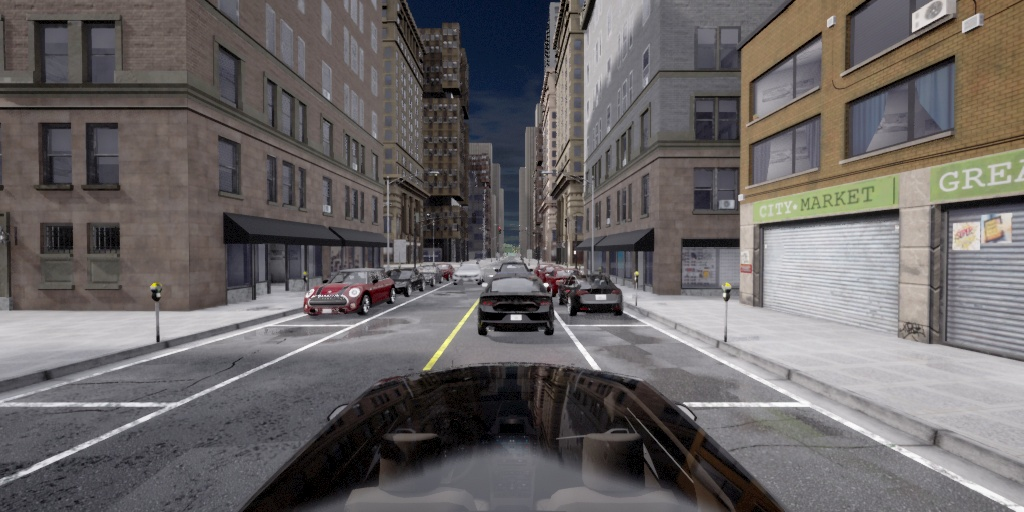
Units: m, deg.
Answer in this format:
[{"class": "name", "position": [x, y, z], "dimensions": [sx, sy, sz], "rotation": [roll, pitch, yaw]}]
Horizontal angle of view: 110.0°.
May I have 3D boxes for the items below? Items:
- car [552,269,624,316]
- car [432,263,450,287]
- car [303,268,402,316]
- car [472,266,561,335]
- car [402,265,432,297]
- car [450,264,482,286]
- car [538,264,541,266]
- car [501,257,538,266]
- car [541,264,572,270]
[{"class": "car", "position": [2.763, 1.314, 13.170], "dimensions": [1.948, 1.339, 4.313], "rotation": [0, 0, 0]}, {"class": "car", "position": [-5.761, 1.298, 24.181], "dimensions": [2.007, 1.370, 4.403], "rotation": [0, 0, 0]}, {"class": "car", "position": [-5.763, 1.188, 13.171], "dimensions": [1.967, 1.591, 4.097], "rotation": [0, 0, 0]}, {"class": "car", "position": [0.099, 1.226, 10.499], "dimensions": [1.882, 1.535, 5.008], "rotation": [0, 0, 0]}, {"class": "car", "position": [-5.762, 1.313, 18.676], "dimensions": [1.948, 1.339, 4.313], "rotation": [0, 0, 0]}, {"class": "car", "position": [-3.013, 1.273, 25.679], "dimensions": [1.812, 1.442, 4.674], "rotation": [0, 0, 0]}, {"class": "car", "position": [2.764, 1.293, 24.180], "dimensions": [1.888, 1.381, 4.507], "rotation": [0, 0, 0]}, {"class": "car", "position": [0.104, 1.100, 19.722], "dimensions": [2.097, 1.767, 4.553], "rotation": [0, 0, 0]}, {"class": "car", "position": [2.764, 1.293, 18.674], "dimensions": [1.888, 1.381, 4.507], "rotation": [0, 0, 0]}]
